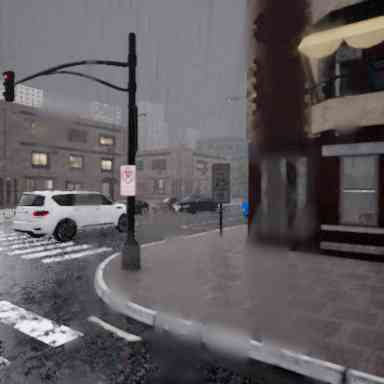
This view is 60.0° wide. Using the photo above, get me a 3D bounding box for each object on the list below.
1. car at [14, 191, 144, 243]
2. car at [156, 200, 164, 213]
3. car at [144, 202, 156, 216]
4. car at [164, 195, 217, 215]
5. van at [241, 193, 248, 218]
[{"bbox_3d":[-5.018,0.956,15.040,2.150,2.045,5.566,0,1,34],"label":"car"},{"bbox_3d":[-1.719,1.112,29.236,1.802,1.307,4.206,1,1,35],"label":"car"},{"bbox_3d":[-5.016,1.162,24.591,1.947,1.339,4.313,1,1,35],"label":"car"},{"bbox_3d":[0.258,1.045,27.558,2.128,1.511,4.902,1,1,35],"label":"car"},{"bbox_3d":[5.127,0.940,24.394,1.690,1.788,3.998,1,1,35],"label":"van"}]
